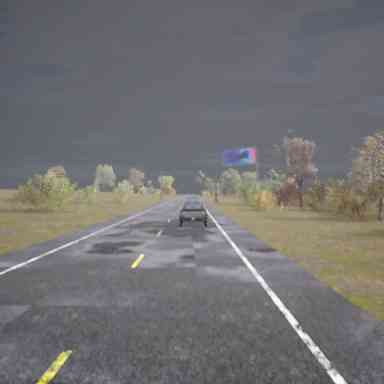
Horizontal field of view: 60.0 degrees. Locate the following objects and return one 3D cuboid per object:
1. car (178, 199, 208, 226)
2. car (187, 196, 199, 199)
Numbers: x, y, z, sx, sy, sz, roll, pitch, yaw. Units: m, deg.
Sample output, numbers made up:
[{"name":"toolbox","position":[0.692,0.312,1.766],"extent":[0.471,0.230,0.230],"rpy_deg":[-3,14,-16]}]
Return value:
[{"name":"car","position":[0.094,1.471,23.215],"extent":[2.128,1.511,4.902],"rpy_deg":[0,0,0]},{"name":"car","position":[0.090,1.319,41.465],"extent":[2.097,1.767,4.553],"rpy_deg":[0,0,0]}]
